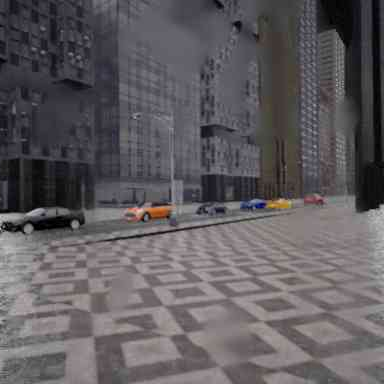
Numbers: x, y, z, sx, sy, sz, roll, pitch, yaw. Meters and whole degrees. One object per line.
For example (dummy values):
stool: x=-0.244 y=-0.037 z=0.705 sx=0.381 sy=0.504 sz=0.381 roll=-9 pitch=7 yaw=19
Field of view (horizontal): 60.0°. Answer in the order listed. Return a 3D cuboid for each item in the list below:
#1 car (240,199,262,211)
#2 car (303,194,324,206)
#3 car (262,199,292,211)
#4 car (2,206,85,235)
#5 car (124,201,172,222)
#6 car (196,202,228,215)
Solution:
car: x=8.226 y=1.655 z=44.586 sx=1.882 sy=1.535 sz=5.008 roll=-1 pitch=0 yaw=38
car: x=20.548 y=1.337 z=56.151 sx=2.150 sy=2.045 sz=5.566 roll=-1 pitch=0 yaw=36
car: x=11.523 y=1.614 z=43.761 sx=1.882 sy=1.535 sz=5.008 roll=-1 pitch=0 yaw=36
car: x=-9.133 y=1.697 z=20.836 sx=1.882 sy=1.535 sz=5.008 roll=-1 pitch=0 yaw=36
car: x=-3.659 y=1.558 z=28.352 sx=2.097 sy=1.767 sz=4.553 roll=-1 pitch=0 yaw=36
car: x=2.226 y=1.756 z=36.423 sx=1.994 sy=1.385 sz=4.181 roll=-1 pitch=0 yaw=36
